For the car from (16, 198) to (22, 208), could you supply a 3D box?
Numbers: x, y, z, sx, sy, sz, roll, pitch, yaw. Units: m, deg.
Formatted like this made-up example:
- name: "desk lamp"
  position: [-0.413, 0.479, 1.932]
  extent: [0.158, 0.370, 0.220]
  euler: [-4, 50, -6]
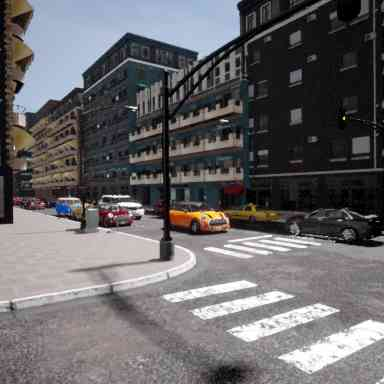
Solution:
- name: "car"
  position: [-25.116, 1.770, 50.974]
  extent: [1.947, 1.339, 4.313]
  euler: [-1, 1, -36]

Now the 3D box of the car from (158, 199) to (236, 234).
- name: "car"
  position: [0.180, 1.409, 20.038]
  extent: [2.097, 1.767, 4.553]
  euler: [-1, 0, -36]

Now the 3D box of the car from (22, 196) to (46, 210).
- name: "car"
  position: [-21.900, 1.628, 46.471]
  extent: [1.967, 1.590, 4.097]
  euler: [-1, 1, -36]

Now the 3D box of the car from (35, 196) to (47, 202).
- name: "car"
  position: [-37.608, 1.728, 82.862]
  extent: [1.887, 1.381, 4.507]
  euler: [-1, 1, -36]

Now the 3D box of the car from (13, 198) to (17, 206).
- name: "car"
  position: [-31.553, 1.783, 59.979]
  extent: [1.887, 1.381, 4.507]
  euler: [-1, 1, -36]

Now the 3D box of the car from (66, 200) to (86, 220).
- name: "car"
  position: [-8.927, 1.652, 28.324]
  extent: [1.752, 1.417, 4.829]
  euler: [-1, 1, -36]

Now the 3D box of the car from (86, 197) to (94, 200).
- name: "car"
  position: [-13.642, 1.666, 39.397]
  extent: [2.033, 1.411, 5.357]
  euler: [-1, 0, -35]

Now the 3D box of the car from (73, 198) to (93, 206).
- name: "car"
  position: [-18.299, 1.644, 55.846]
  extent: [1.947, 1.339, 4.313]
  euler: [-1, 1, -36]

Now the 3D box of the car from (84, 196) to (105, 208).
- name: "car"
  position: [-15.083, 1.502, 51.343]
  extent: [1.967, 1.590, 4.097]
  euler: [-1, 1, -36]

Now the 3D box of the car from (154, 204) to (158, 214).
- name: "car"
  position: [-2.210, 1.441, 33.333]
  extent: [1.967, 1.590, 4.097]
  euler: [-1, 1, -36]

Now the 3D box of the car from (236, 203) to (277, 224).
- name: "car"
  position: [4.128, 1.498, 24.468]
  extent: [1.752, 1.417, 4.829]
  euler: [-1, 1, -36]

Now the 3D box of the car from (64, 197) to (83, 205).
- name: "car"
  position: [-21.518, 1.645, 60.349]
  extent: [2.008, 1.369, 4.403]
  euler: [-1, 1, -36]

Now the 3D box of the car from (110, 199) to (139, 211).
- name: "car"
  position: [-8.645, 1.582, 42.339]
  extent: [2.008, 1.369, 4.403]
  euler: [-1, 1, -36]

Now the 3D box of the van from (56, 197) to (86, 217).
- name: "van"
  position: [-12.247, 1.483, 32.963]
  extent: [1.690, 1.788, 3.998]
  euler: [-1, 1, -36]

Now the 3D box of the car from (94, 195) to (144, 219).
- name: "car"
  position: [-6.298, 1.304, 29.089]
  extent: [2.150, 2.045, 5.566]
  euler: [-1, 1, -36]

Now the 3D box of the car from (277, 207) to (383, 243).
- name: "car"
  position: [6.819, 1.496, 16.250]
  extent: [1.837, 1.490, 4.892]
  euler: [-1, 0, -36]

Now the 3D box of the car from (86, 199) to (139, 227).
- name: "car"
  position: [-5.810, 1.553, 23.960]
  extent: [1.967, 1.590, 4.097]
  euler: [-1, 1, -36]
